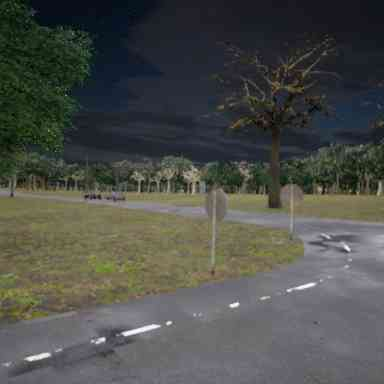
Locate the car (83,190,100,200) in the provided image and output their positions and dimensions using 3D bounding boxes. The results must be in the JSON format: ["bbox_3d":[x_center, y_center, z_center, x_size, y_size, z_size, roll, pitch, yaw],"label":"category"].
[{"bbox_3d":[-18.010,0.502,60.165,2.097,1.767,4.553,2,-1,-36],"label":"car"}]

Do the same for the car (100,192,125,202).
[{"bbox_3d":[-12.026,0.692,51.842,2.128,1.511,4.902,2,-1,-35],"label":"car"}]
